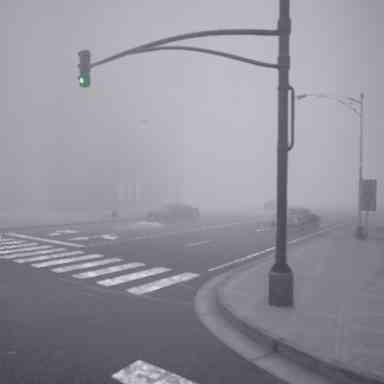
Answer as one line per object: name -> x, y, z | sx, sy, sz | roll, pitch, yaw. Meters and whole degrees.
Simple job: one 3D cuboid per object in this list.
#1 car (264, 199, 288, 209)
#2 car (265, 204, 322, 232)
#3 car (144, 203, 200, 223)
car -> 11.512, 1.730, 45.281 | 1.882, 1.535, 5.008 | 1, 0, 36
car -> 7.101, 1.768, 22.198 | 2.033, 1.411, 5.357 | 1, 0, 35
car -> -1.444, 1.631, 27.176 | 2.033, 1.411, 5.357 | 1, 0, 35
